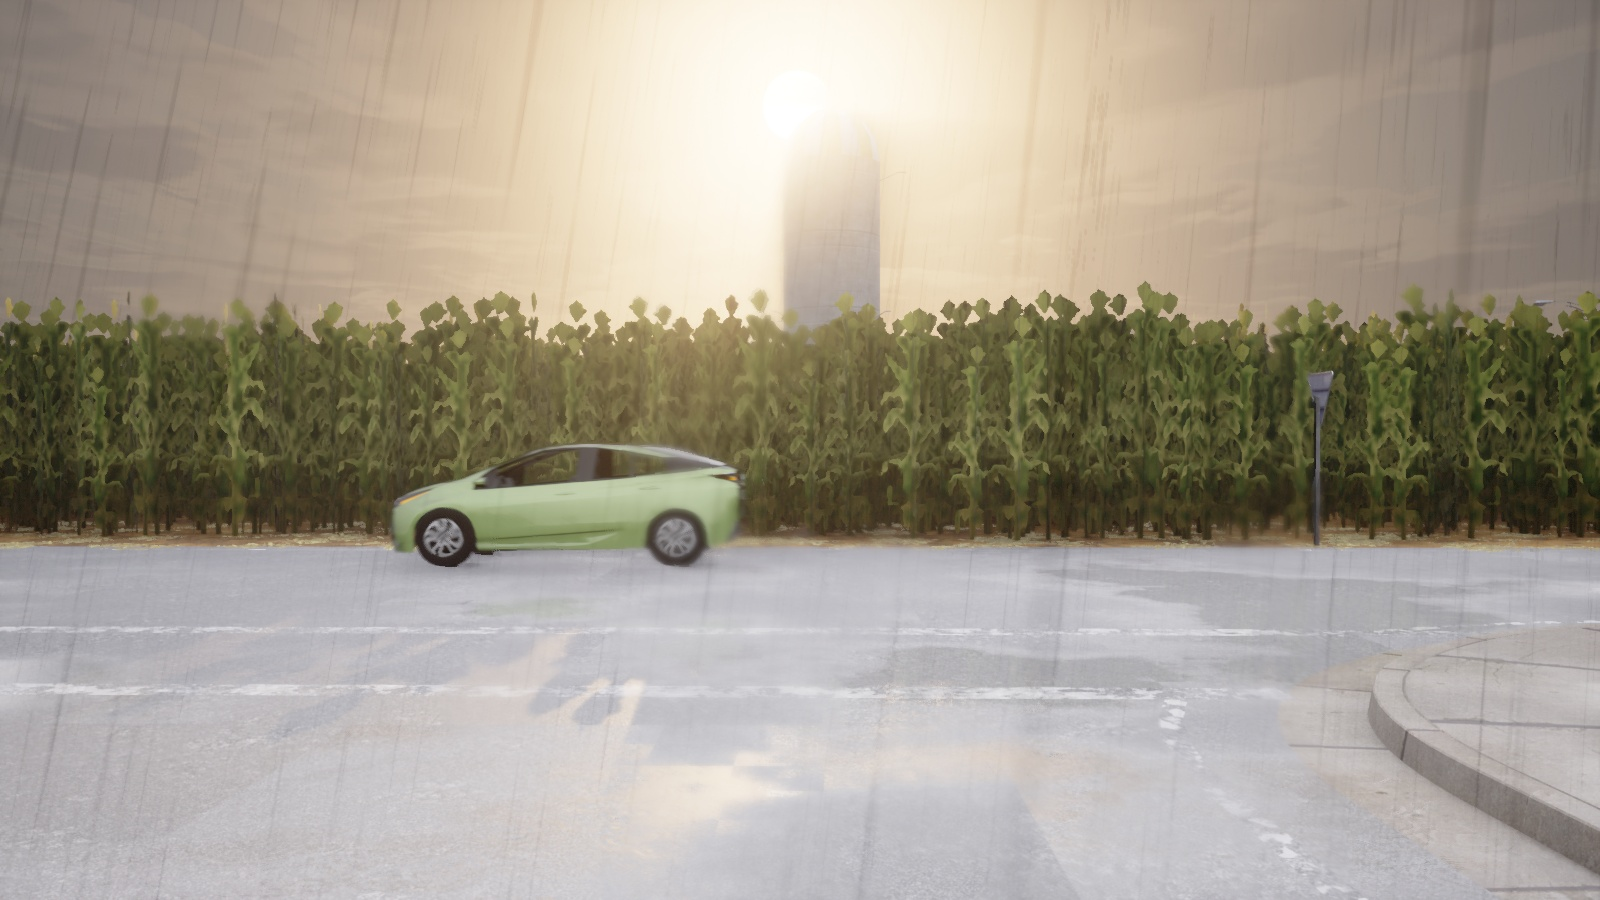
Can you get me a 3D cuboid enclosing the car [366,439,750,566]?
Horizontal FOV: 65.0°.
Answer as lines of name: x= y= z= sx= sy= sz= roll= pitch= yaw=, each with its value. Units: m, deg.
car: x=-2.961 y=0.627 z=16.111 sx=4.514 sy=1.525 sz=2.007 roll=0 pitch=0 yaw=1
